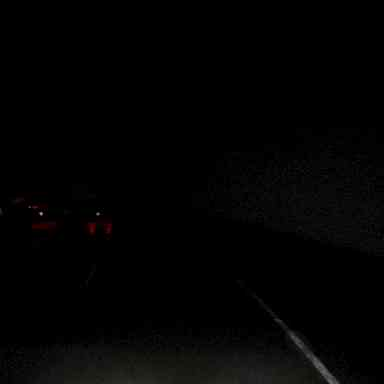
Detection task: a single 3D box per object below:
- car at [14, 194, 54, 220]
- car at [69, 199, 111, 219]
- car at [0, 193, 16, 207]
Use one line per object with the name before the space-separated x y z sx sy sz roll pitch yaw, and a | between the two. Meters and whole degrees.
car | -11.126 1.110 23.566 1.837 1.490 4.892 0 1 -34
car | -7.691 1.185 24.710 1.895 1.301 4.718 -1 1 -33
car | -20.383 0.860 37.021 5.008 1.535 1.882 1 1 33
